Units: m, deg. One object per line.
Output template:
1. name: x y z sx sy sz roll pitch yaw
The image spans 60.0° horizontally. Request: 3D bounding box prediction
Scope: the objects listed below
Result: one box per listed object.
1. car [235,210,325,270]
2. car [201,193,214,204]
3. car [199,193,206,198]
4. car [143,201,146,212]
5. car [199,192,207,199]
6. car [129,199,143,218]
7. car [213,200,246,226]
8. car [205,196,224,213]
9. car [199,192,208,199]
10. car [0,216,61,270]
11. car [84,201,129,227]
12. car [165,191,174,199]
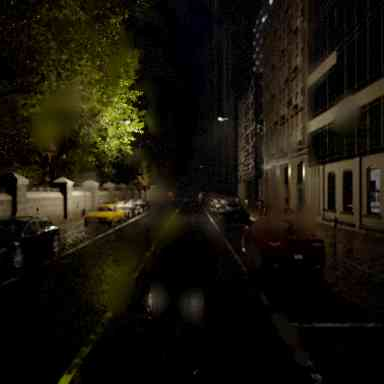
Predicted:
1. car: 2.698 1.492 10.640 1.887 1.381 4.507 0 0 0
2. car: 2.707 1.302 50.407 1.802 1.307 4.206 0 0 0
3. car: 2.717 0.962 90.345 1.752 1.417 4.829 1 0 0
4. car: -5.678 1.374 33.394 2.008 1.369 4.403 0 0 0
5. car: 2.716 0.921 84.494 1.967 1.590 4.097 1 0 0
6. car: -5.679 1.406 27.711 2.008 1.369 4.403 0 0 0
7. car: 2.700 1.453 22.002 1.947 1.339 4.313 0 0 0
8. car: 2.703 1.374 33.365 2.008 1.369 4.403 0 0 0
9. car: 2.710 0.998 56.088 2.192 1.841 5.009 0 0 0
10. car: -5.683 1.498 10.663 2.008 1.369 4.403 0 0 0
11. car: -5.680 1.413 21.857 1.752 1.417 4.829 0 0 0
12. car: -5.663 0.796 84.536 2.192 1.841 5.009 1 0 0
